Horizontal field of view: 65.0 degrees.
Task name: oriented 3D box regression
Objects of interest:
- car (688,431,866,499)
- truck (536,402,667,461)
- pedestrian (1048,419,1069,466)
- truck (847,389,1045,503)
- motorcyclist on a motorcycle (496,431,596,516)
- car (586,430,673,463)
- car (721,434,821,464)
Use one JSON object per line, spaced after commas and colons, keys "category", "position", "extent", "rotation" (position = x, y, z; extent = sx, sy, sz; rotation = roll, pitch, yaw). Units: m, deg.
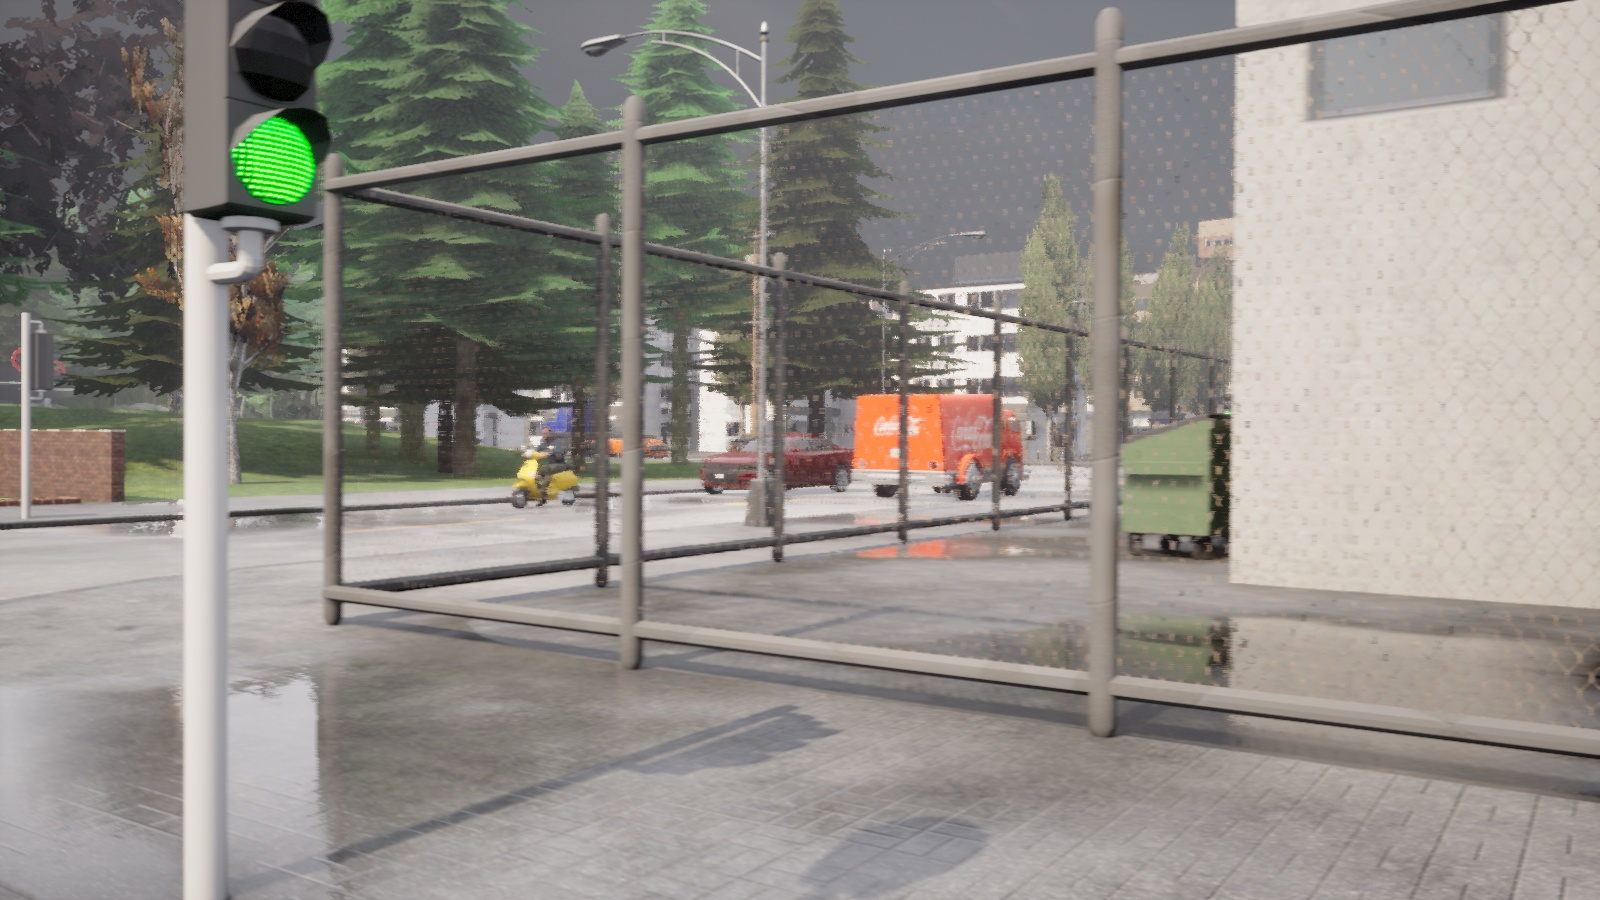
{"category": "car", "position": [-0.465, 0.320, 31.176], "extent": [1.882, 1.535, 5.008], "rotation": [0, 1, 34]}
{"category": "truck", "position": [-12.142, -1.088, 76.489], "extent": [7.936, 3.462, 2.891], "rotation": [0, 1, 34]}
{"category": "pedestrian", "position": [10.247, -0.284, 49.750], "extent": [0.703, 1.840, 0.431], "rotation": [0, 1, 33]}
{"category": "truck", "position": [3.615, -0.161, 30.090], "extent": [2.627, 2.467, 5.204], "rotation": [0, 2, 33]}
{"category": "motorcyclist on a motorcycle", "position": [-4.925, 0.427, 24.477], "extent": [0.866, 1.590, 1.817], "rotation": [0, 1, 33]}
{"category": "car", "position": [-9.525, -0.193, 69.964], "extent": [4.553, 1.767, 2.097], "rotation": [0, 1, 34]}
{"category": "car", "position": [-1.524, -0.070, 64.679], "extent": [4.792, 1.488, 2.163], "rotation": [0, 1, 34]}
